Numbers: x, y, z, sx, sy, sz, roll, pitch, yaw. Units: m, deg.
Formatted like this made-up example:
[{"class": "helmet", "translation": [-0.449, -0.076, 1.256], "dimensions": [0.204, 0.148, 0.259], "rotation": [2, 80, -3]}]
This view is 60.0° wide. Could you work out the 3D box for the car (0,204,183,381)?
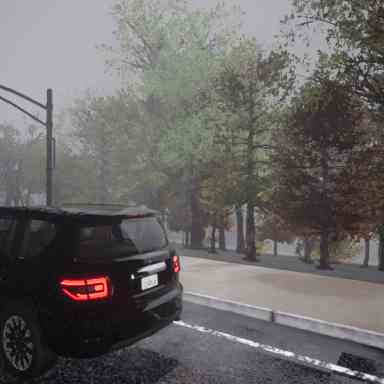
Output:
[{"class": "car", "translation": [-2.756, 1.221, 5.680], "dimensions": [5.566, 2.045, 2.150], "rotation": [0, 0, 34]}]
